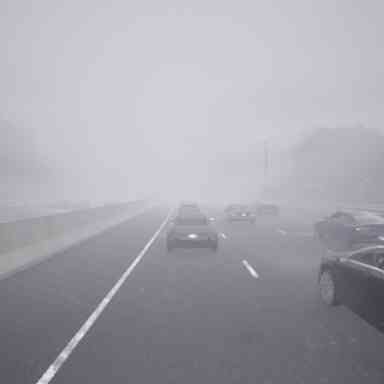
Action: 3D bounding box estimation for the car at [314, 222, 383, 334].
[{"bbox_3d":[3.571,1.491,5.094,2.128,1.511,4.902,0,0,0],"label":"car"}]

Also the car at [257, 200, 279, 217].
[{"bbox_3d":[6.659,1.479,31.236,1.882,1.535,5.008,0,0,-1],"label":"car"}]

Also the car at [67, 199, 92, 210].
[{"bbox_3d":[-15.003,1.635,45.424,1.812,1.442,4.674,0,-1,-2],"label":"car"}]

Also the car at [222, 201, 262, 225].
[{"bbox_3d":[3.329,1.547,24.273,2.033,1.411,5.357,0,0,-1],"label":"car"}]

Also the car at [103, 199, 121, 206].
[{"bbox_3d":[-11.624,1.706,48.664,1.994,1.385,4.181,0,-1,-2],"label":"car"}]

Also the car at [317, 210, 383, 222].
[{"bbox_3d":[6.988,1.524,14.571,1.812,1.442,4.674,0,0,-1],"label":"car"}]

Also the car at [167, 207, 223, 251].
[{"bbox_3d":[-0.006,1.564,14.042,1.994,1.385,4.181,0,0,-1],"label":"car"}]

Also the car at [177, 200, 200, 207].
[{"bbox_3d":[-0.304,1.494,29.692,2.128,1.511,4.902,0,0,-1],"label":"car"}]

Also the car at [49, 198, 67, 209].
[{"bbox_3d":[-18.568,1.607,47.054,1.882,1.535,5.008,0,0,-2],"label":"car"}]
